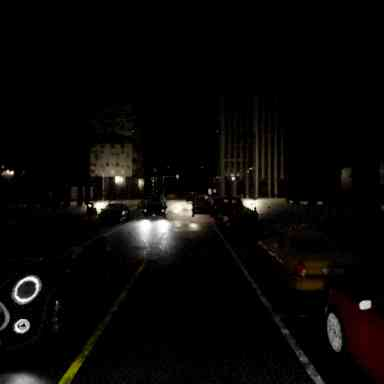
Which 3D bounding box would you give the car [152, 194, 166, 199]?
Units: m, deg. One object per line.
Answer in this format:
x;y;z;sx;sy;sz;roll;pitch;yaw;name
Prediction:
-5.770;1.286;52.856;2.192;1.841;5.009;0;0;0;car

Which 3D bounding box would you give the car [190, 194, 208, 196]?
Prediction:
0.900;1.433;40.873;1.801;1.575;5.366;0;0;0;car

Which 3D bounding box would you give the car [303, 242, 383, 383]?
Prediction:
2.774;1.543;3.115;1.887;1.381;4.507;0;0;0;car

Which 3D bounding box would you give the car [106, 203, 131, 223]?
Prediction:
-5.773;1.537;25.232;2.008;1.369;4.403;0;0;0;car

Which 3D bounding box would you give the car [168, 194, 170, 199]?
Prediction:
-5.767;1.493;63.736;1.752;1.417;4.829;0;0;0;car

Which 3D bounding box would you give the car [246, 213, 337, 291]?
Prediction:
2.772;1.520;8.810;1.752;1.417;4.829;0;0;0;car

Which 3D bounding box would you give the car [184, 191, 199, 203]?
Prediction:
0.000;1.212;65.360;2.150;2.045;5.566;0;0;0;car

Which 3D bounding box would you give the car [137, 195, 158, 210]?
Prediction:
-5.771;1.502;41.637;1.752;1.417;4.829;0;0;0;car

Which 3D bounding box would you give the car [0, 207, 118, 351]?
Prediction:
-3.070;1.349;6.495;2.097;1.767;4.553;0;0;0;car

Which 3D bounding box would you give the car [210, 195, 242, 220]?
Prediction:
2.768;1.301;25.217;2.192;1.841;5.009;0;0;0;car

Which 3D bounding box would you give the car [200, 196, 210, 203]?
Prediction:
2.759;1.511;69.420;1.887;1.381;4.507;0;0;0;car

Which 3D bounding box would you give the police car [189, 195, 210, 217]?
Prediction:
0.900;1.408;30.793;1.930;1.638;5.238;0;0;0;police car

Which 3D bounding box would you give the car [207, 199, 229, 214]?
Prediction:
2.766;1.531;36.268;2.008;1.369;4.403;0;0;0;car

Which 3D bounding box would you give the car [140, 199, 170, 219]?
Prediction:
-3.099;1.584;29.284;1.895;1.301;4.718;0;0;0;car

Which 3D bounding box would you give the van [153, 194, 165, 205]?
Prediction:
-5.769;1.310;58.381;1.690;1.788;3.998;0;0;0;van

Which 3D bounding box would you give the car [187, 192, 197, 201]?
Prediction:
0.000;1.006;76.104;2.150;2.045;5.566;0;0;0;car

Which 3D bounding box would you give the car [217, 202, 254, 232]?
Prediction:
2.770;1.534;19.691;1.887;1.381;4.507;0;0;0;car

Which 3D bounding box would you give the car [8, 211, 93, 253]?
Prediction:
-5.775;1.574;14.182;1.802;1.307;4.206;0;0;0;car
